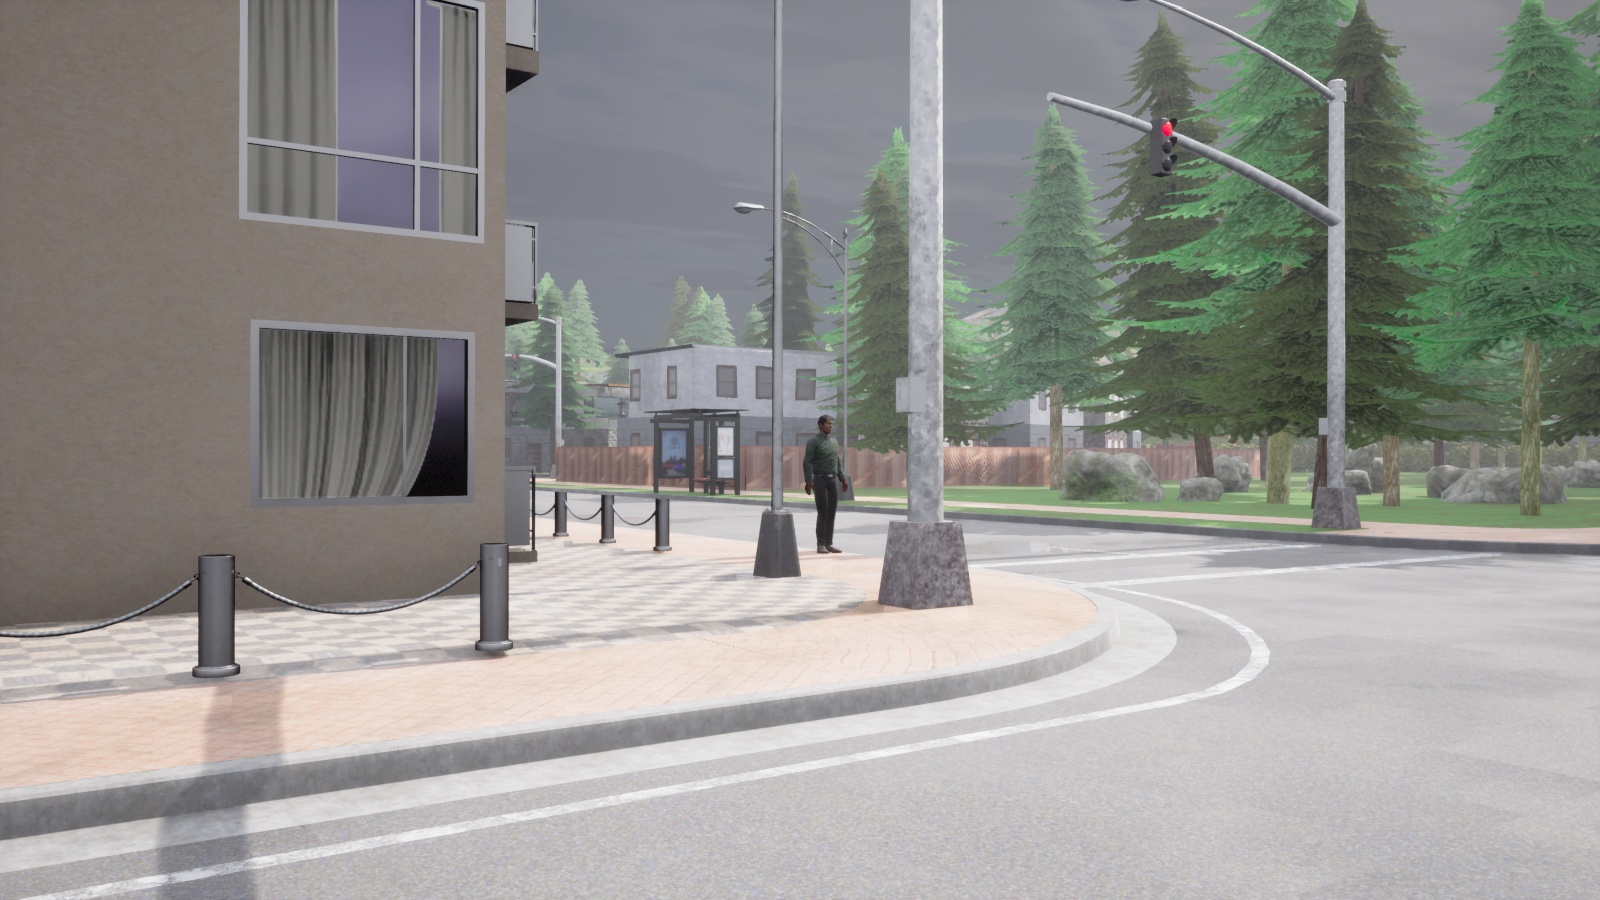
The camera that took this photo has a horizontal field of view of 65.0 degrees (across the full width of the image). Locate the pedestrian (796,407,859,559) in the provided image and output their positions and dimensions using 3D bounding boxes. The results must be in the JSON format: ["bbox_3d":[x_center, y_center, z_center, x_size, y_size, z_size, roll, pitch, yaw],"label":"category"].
[{"bbox_3d":[0.359,0.430,16.557,0.423,1.949,0.788,0,0,-37],"label":"pedestrian"}]
